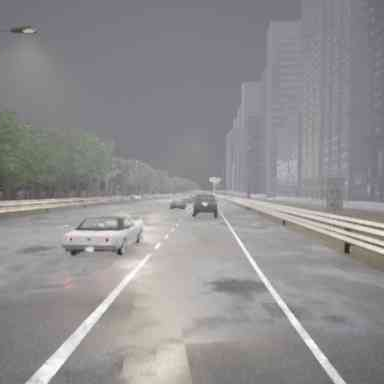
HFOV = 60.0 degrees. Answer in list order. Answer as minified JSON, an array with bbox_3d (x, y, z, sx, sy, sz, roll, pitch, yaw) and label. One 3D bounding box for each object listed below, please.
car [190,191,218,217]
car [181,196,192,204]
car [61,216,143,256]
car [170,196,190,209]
[{"bbox_3d":[1.282,1.225,31.555,2.150,2.045,5.566,1,0,3],"label":"car"},{"bbox_3d":[-0.988,1.523,62.560,1.812,1.442,4.674,0,0,2],"label":"car"},{"bbox_3d":[-3.200,1.576,12.958,1.895,1.301,4.718,0,0,3],"label":"car"},{"bbox_3d":[-1.763,1.543,44.552,1.994,1.385,4.181,0,0,3],"label":"car"}]
